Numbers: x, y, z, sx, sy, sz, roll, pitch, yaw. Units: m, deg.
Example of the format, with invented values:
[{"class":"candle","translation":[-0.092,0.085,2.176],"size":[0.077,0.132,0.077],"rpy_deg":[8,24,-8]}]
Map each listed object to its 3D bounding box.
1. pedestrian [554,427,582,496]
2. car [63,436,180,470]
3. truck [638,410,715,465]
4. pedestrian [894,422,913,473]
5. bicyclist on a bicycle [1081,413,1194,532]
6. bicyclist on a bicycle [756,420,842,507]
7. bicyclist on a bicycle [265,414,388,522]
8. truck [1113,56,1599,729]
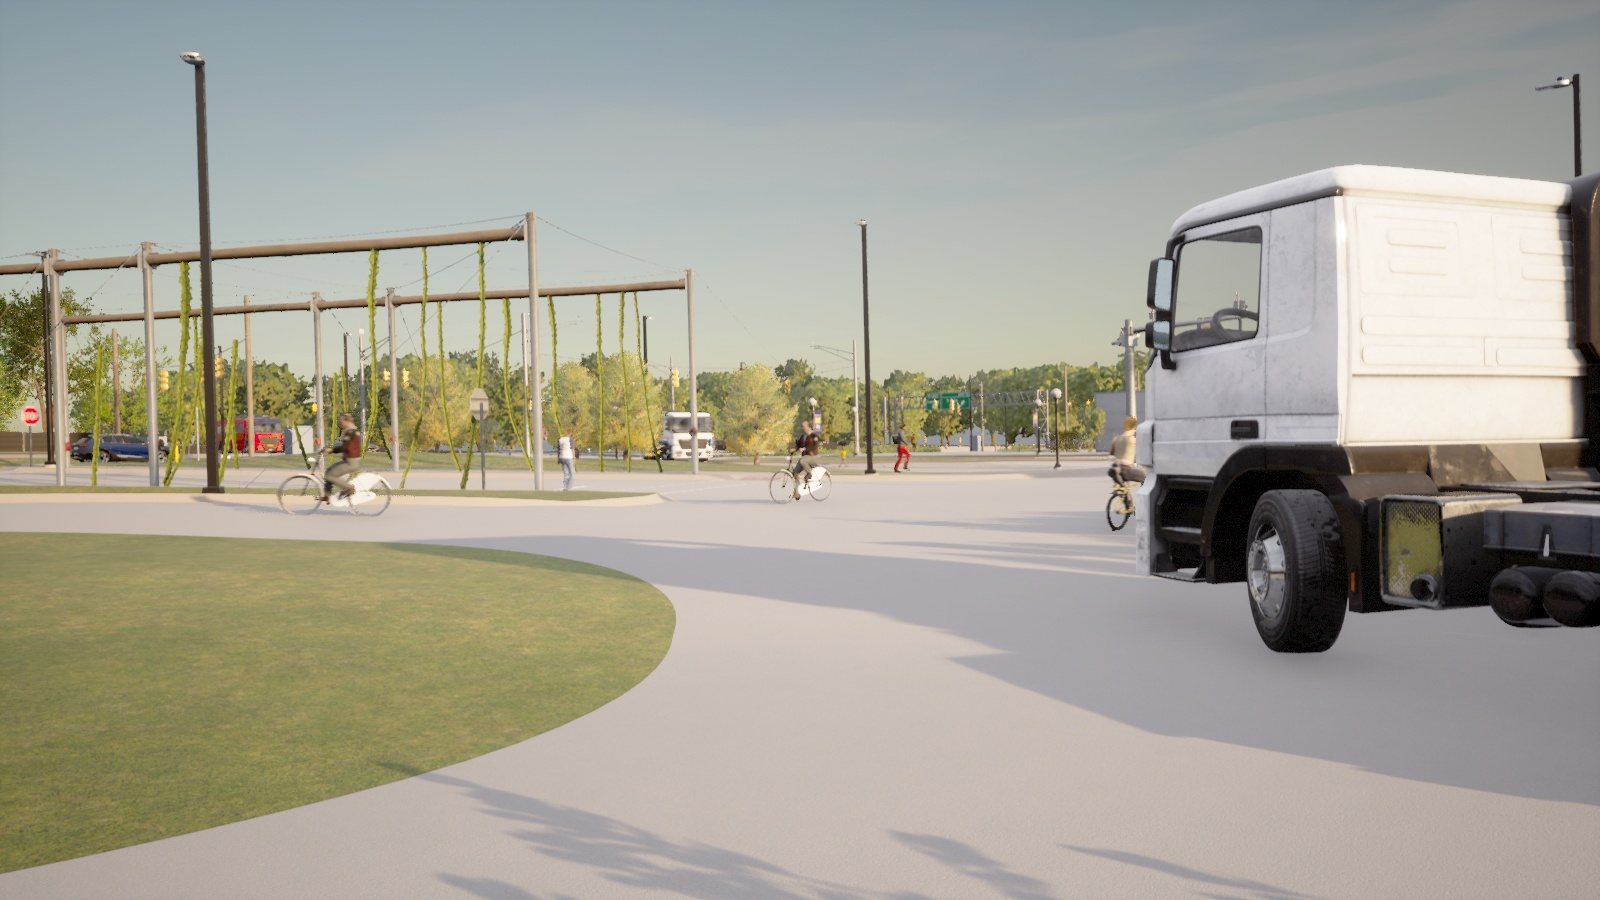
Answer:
[{"class":"pedestrian","translation":[-6.251,0.310,33.820],"size":[0.354,1.836,0.706],"rpy_deg":[-1,1,25]},{"class":"car","translation":[-34.857,0.152,64.628],"size":[2.033,1.649,4.856],"rpy_deg":[-1,-1,39]},{"class":"truck","translation":[-8.561,-0.931,86.105],"size":[2.891,3.462,7.936],"rpy_deg":[-1,3,-24]},{"class":"pedestrian","translation":[3.815,-0.089,46.174],"size":[0.614,1.847,0.353],"rpy_deg":[-2,1,14]},{"class":"bicyclist on a bicycle","translation":[4.905,0.306,18.210],"size":[1.509,1.612,0.866],"rpy_deg":[-4,2,-43]},{"class":"bicyclist on a bicycle","translation":[-0.003,0.263,26.698],"size":[1.843,1.776,0.659],"rpy_deg":[-2,1,-45]},{"class":"bicyclist on a bicycle","translation":[-8.042,0.299,21.374],"size":[1.843,1.776,0.659],"rpy_deg":[1,2,-8]},{"class":"truck","translation":[5.410,-0.316,7.130],"size":[2.891,3.462,7.936],"rpy_deg":[-1,1,-22]}]
